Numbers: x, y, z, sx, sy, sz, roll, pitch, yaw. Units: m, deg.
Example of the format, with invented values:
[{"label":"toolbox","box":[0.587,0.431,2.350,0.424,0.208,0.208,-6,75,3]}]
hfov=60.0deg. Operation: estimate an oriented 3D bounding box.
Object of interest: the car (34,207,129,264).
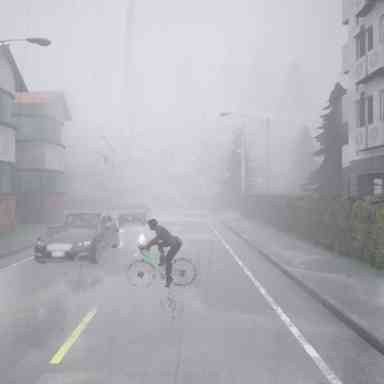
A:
[{"label":"car","box":[-3.835,1.491,11.848,2.128,1.511,4.902,0,0,-1]}]

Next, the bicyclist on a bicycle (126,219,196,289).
[{"label":"bicyclist on a bicycle","box":[-0.735,1.450,7.812,1.656,1.620,0.582,-2,0,-1]}]

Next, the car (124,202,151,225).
[{"label":"car","box":[-4.056,1.504,23.996,1.837,1.490,4.892,0,0,-1]}]
